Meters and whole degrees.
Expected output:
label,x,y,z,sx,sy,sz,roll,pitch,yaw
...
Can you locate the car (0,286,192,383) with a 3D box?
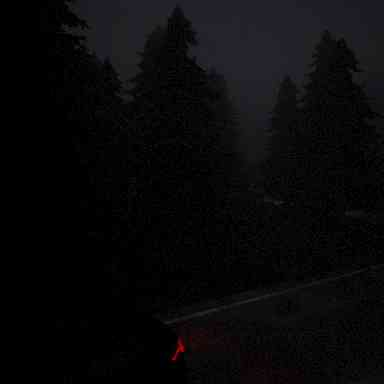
label,x,y,z,sx,sy,sz,roll,pitch,yaw
car,-2.041,1.564,2.525,4.181,1.385,1.994,0,0,-35
